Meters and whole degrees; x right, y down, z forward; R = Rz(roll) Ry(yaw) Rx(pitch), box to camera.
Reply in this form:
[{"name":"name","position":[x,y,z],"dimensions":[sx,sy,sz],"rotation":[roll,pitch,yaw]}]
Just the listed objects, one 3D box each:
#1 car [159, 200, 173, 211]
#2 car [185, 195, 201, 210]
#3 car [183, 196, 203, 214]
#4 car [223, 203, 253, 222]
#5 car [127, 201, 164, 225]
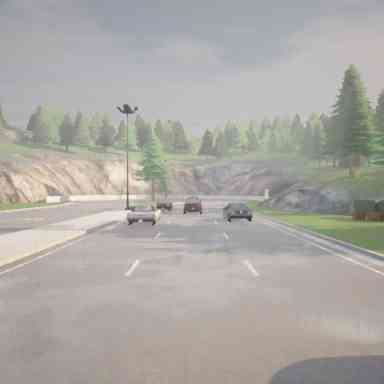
[{"name":"car","position":[-3.369,1.616,41.111],"dimensions":[1.895,1.301,4.718],"rotation":[0,0,1]},{"name":"car","position":[0.195,1.369,44.574],"dimensions":[2.097,1.767,4.553],"rotation":[0,0,1]},{"name":"car","position":[0.094,1.491,35.344],"dimensions":[1.882,1.535,5.008],"rotation":[0,0,0]},{"name":"car","position":[3.601,1.557,26.782],"dimensions":[2.033,1.411,5.357],"rotation":[0,0,0]},{"name":"car","position":[-3.399,1.610,24.300],"dimensions":[1.895,1.301,4.718],"rotation":[0,0,0]}]
